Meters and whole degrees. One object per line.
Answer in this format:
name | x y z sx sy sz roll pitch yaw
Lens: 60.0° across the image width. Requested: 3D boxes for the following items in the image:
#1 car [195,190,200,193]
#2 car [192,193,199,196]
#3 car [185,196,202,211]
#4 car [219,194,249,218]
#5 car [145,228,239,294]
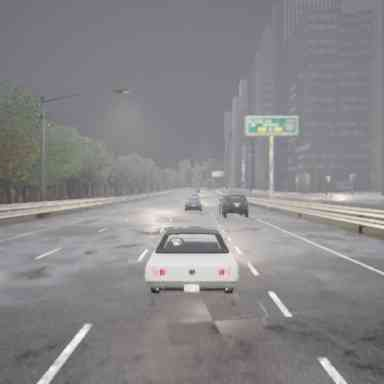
car | 0.902 0.987 92.295 1.882 1.535 5.008 0 1 1
car | 0.362 1.350 58.395 1.812 1.442 4.674 0 0 1
car | 0.174 1.485 40.368 1.994 1.385 4.181 0 0 0
car | 3.694 1.179 29.763 2.150 2.045 5.566 0 0 0
car | 0.007 1.595 8.737 1.895 1.301 4.718 0 0 0
